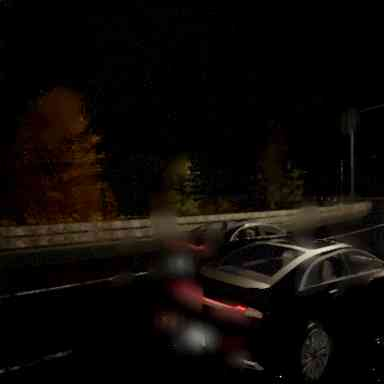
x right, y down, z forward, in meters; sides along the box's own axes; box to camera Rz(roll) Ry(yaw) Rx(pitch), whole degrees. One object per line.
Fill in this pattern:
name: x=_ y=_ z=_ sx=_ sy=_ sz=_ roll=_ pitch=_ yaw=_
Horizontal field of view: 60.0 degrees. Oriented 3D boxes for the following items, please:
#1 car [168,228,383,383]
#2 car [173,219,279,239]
car: x=1.989 y=1.517 z=5.451 sx=4.902 sy=1.511 sz=2.128 roll=0 pitch=0 yaw=-38
car: x=1.613 y=1.542 z=9.669 sx=4.902 sy=1.511 sz=2.128 roll=0 pitch=0 yaw=-39
